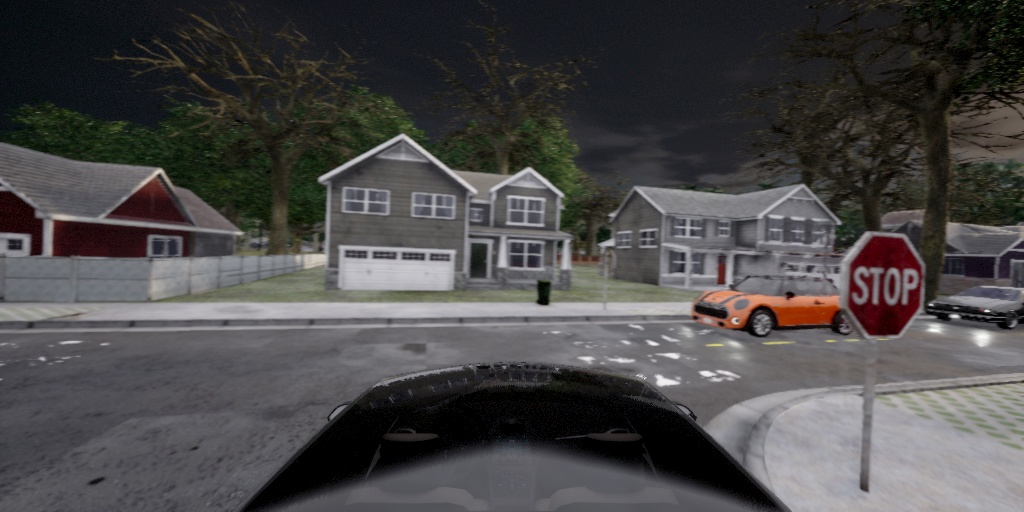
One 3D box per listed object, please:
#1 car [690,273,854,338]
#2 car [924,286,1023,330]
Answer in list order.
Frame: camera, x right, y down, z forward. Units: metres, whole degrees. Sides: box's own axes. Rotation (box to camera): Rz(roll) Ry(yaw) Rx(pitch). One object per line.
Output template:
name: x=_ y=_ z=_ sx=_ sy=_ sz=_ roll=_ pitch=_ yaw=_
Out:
car: x=7.932 y=1.373 z=11.042 sx=4.553 sy=1.767 sz=2.097 roll=2 pitch=1 yaw=-13
car: x=18.641 y=1.873 z=13.596 sx=5.357 sy=1.411 sz=2.033 roll=2 pitch=1 yaw=-13
